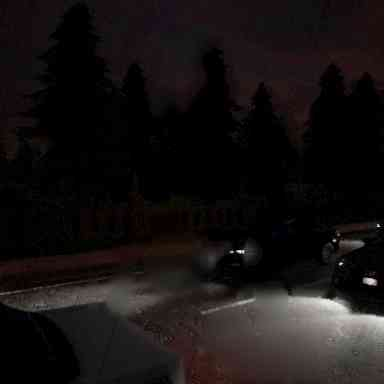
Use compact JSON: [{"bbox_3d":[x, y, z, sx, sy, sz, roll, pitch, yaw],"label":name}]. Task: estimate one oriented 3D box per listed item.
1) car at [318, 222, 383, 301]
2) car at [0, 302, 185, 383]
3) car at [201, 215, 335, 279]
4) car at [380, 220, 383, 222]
[{"bbox_3d":[5.080,1.557,7.611,4.181,1.385,1.994,0,0,-35],"label":"car"},{"bbox_3d":[-2.475,1.602,2.227,4.718,1.301,1.895,0,0,-35],"label":"car"},{"bbox_3d":[2.509,1.485,10.077,4.902,1.511,2.128,0,0,-35],"label":"car"},{"bbox_3d":[10.709,1.489,15.909,4.892,1.490,1.837,0,0,-36],"label":"car"}]
